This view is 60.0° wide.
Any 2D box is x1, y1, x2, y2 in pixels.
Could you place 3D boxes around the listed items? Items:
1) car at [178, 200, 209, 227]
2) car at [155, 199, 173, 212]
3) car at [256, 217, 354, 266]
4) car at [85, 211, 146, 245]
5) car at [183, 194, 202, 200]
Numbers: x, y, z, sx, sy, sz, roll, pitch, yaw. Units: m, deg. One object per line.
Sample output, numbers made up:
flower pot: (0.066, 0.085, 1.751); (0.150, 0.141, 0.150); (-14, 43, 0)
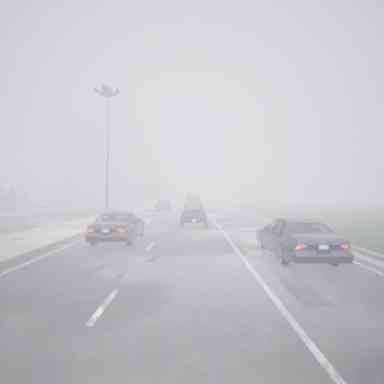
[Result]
car: (0.109, 1.547, 23.339); (1.837, 1.490, 4.892); (0, 0, 0)
car: (-3.384, 1.565, 40.332); (2.128, 1.511, 4.902); (0, 0, 0)
car: (3.605, 1.569, 11.612); (2.033, 1.411, 5.357); (0, 0, 0)
car: (-3.394, 1.576, 15.575); (2.033, 1.411, 5.357); (0, 0, 0)
car: (0.116, 1.298, 41.518); (2.150, 2.045, 5.566); (0, 0, 0)
